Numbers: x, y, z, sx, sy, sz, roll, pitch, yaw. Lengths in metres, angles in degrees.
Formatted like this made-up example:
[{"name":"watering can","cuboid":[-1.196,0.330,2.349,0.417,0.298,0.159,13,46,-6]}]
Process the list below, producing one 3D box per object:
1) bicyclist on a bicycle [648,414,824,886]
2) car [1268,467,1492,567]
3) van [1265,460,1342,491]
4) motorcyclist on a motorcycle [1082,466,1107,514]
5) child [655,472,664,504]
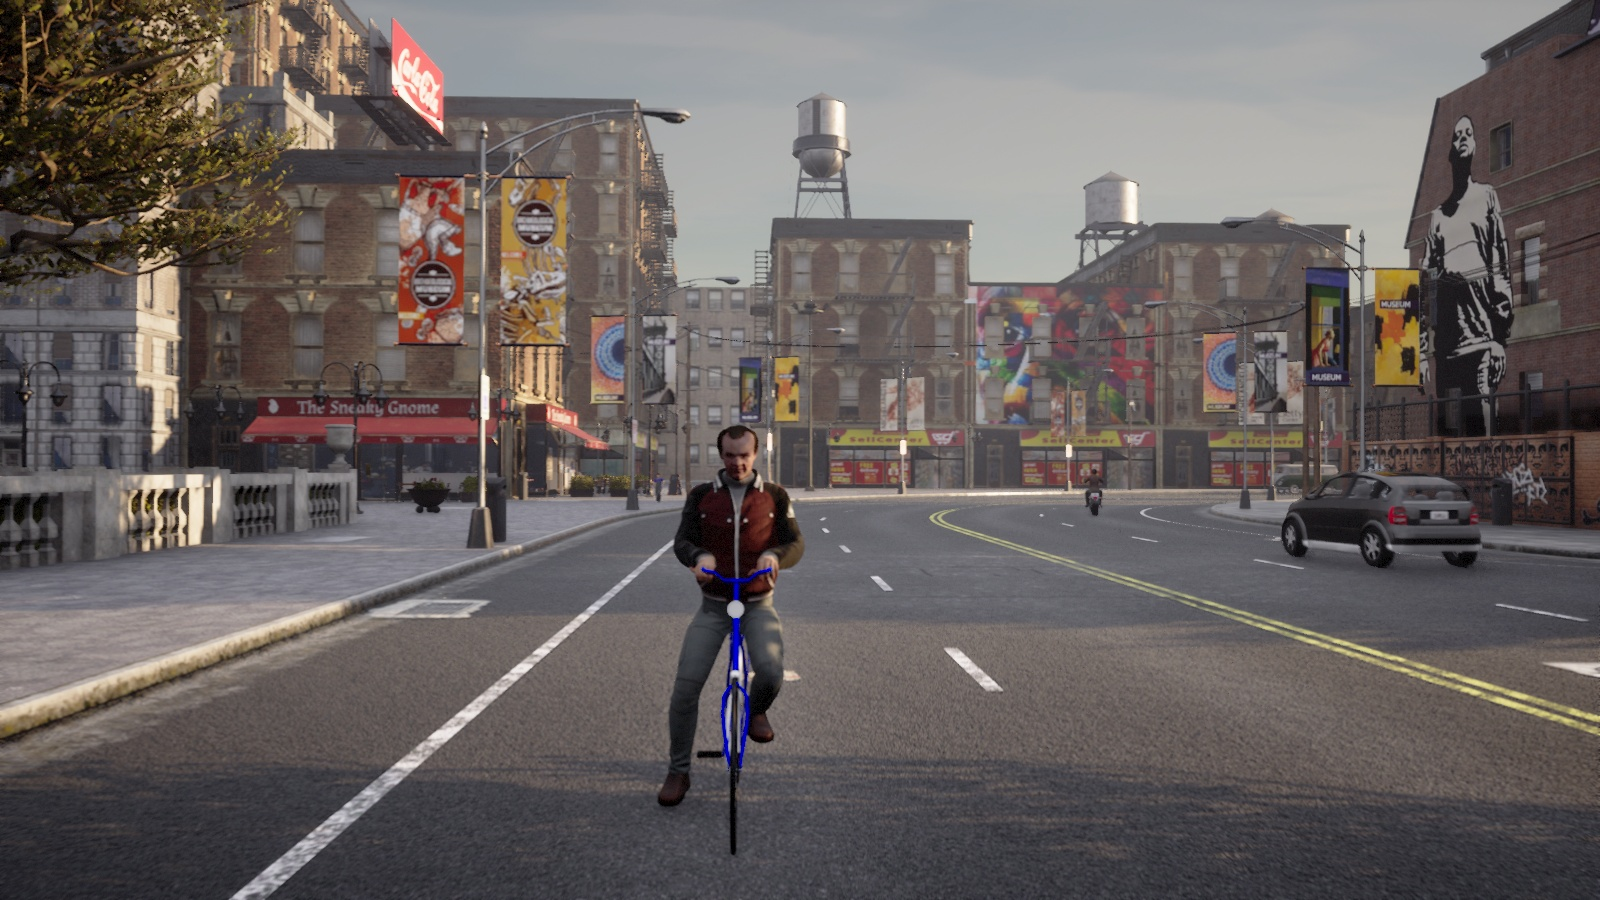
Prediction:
[{"name":"bicyclist on a bicycle","cuboid":[-0.277,0.768,5.675,0.659,1.776,1.843,0,-1,-2]},{"name":"car","cuboid":[9.830,1.075,21.618,1.789,1.549,3.705,0,-1,-8]},{"name":"van","cuboid":[33.235,1.674,82.901,4.442,1.987,1.775,0,-1,-12]},{"name":"motorcyclist on a motorcycle","cuboid":[10.370,1.382,44.209,0.766,1.649,2.350,0,-1,11]},{"name":"child","cuboid":[-5.664,1.527,50.651,0.270,1.263,0.437,0,-1,5]}]
